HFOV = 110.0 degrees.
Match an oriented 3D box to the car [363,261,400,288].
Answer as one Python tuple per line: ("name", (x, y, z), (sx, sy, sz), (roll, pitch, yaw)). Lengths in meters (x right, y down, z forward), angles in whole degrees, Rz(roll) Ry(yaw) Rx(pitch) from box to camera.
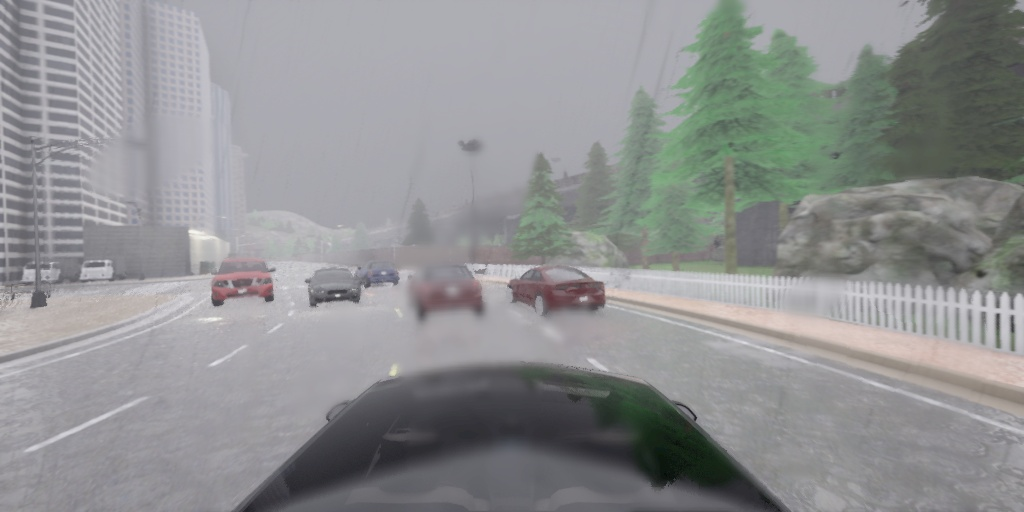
("car", (-9.223, 1.094, 24.367), (2.097, 1.767, 4.553), (-2, 1, -33))

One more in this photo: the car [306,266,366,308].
("car", (-7.968, 1.308, 15.987), (1.837, 1.490, 4.892), (-2, 0, -30))

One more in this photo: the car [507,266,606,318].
("car", (1.305, 1.076, 12.530), (1.882, 1.535, 5.008), (-2, 1, -18))

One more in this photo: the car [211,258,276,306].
("car", (-12.920, 1.158, 17.432), (2.150, 2.045, 5.566), (-2, 1, -34))

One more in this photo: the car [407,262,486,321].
("car", (-2.482, 1.047, 12.674), (2.097, 1.767, 4.553), (-2, 1, -20))
